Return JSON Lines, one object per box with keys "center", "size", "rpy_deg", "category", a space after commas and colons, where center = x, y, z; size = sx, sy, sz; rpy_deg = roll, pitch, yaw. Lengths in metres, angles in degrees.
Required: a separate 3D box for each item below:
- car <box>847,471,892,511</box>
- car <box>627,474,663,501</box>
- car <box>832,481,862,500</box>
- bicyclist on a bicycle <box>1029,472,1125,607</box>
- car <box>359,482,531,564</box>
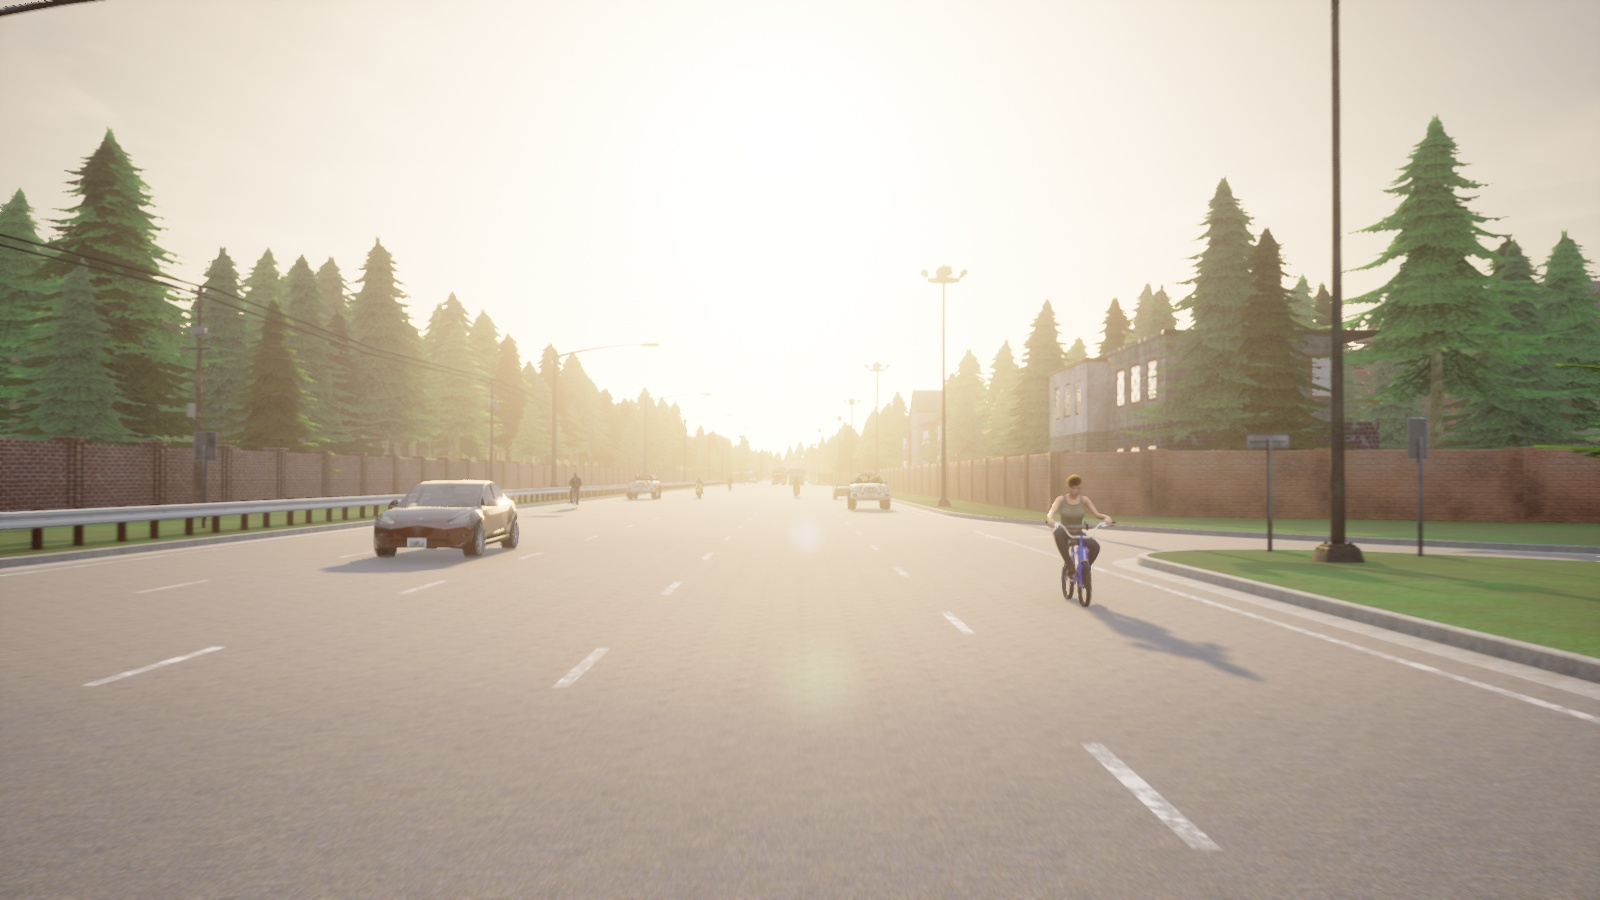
{"center": [3.344, 1.970, 61.435], "size": [1.932, 1.855, 4.605], "rpy_deg": [0, -1, 0], "category": "car"}
{"center": [-10.720, 2.585, 87.004], "size": [1.932, 1.855, 4.605], "rpy_deg": [0, -1, 0], "category": "car"}
{"center": [3.278, 2.840, 88.236], "size": [1.895, 1.301, 4.718], "rpy_deg": [0, -1, 0], "category": "car"}
{"center": [3.464, 1.092, 15.824], "size": [0.866, 1.612, 1.509], "rpy_deg": [0, -1, 0], "category": "bicyclist on a bicycle"}
{"center": [-7.065, 1.411, 25.609], "size": [2.163, 1.488, 4.792], "rpy_deg": [0, -1, 0], "category": "car"}
